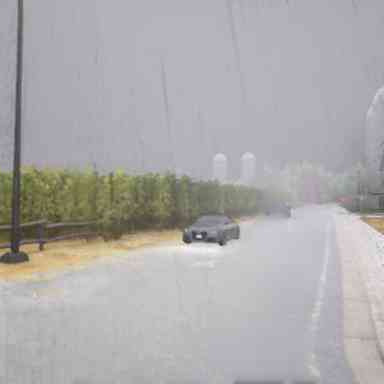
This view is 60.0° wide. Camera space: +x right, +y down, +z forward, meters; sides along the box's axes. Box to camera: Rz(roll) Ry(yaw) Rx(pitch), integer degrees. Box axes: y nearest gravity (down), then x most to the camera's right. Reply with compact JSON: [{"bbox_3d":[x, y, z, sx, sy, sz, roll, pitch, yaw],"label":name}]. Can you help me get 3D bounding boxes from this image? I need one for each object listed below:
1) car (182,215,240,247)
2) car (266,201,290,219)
[{"bbox_3d":[1.079,1.865,16.971,1.994,1.385,4.181,0,-1,23],"label":"car"},{"bbox_3d":[9.975,2.012,38.278,2.150,2.045,5.566,0,-1,23],"label":"car"}]
